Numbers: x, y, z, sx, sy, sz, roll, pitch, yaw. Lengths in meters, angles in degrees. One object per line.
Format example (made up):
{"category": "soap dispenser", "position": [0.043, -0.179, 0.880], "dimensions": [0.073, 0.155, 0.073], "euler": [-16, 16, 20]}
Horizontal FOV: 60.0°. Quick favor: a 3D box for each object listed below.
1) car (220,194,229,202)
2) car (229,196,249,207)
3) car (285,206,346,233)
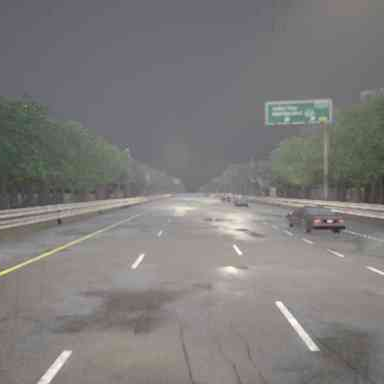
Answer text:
{"category": "car", "position": [7.143, 1.314, 71.983], "dimensions": [2.097, 1.767, 4.553], "euler": [0, 0, 0]}
{"category": "car", "position": [7.090, 1.520, 49.026], "dimensions": [2.033, 1.411, 5.357], "euler": [0, 0, 0]}
{"category": "car", "position": [7.024, 1.540, 19.434], "dimensions": [2.033, 1.411, 5.357], "euler": [0, 0, 0]}
